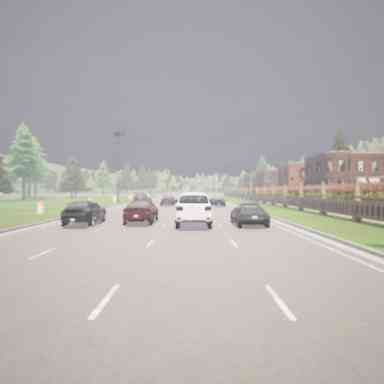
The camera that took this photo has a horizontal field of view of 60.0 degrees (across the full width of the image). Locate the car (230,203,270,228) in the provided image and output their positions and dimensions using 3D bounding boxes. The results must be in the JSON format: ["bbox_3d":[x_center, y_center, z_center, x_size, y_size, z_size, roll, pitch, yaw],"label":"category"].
[{"bbox_3d":[3.598,1.405,21.070,1.994,1.385,4.181,0,0,0],"label":"car"}]

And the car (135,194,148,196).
[{"bbox_3d":[-6.970,1.003,46.438,2.097,1.767,4.553,0,0,1],"label":"car"}]

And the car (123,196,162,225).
[{"bbox_3d":[-3.403,1.307,22.689,1.882,1.535,5.008,0,0,0],"label":"car"}]

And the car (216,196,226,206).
[{"bbox_3d":[3.520,1.258,45.762,1.895,1.301,4.718,0,0,0],"label":"car"}]

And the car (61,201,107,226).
[{"bbox_3d":[-6.902,1.342,21.621,1.837,1.490,4.892,0,0,0],"label":"car"}]

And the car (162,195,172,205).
[{"bbox_3d":[-3.458,1.166,47.931,1.812,1.442,4.674,0,1,1],"label":"car"}]

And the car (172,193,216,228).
[{"bbox_3d":[0.099,1.064,20.868,2.150,2.045,5.566,0,0,0],"label":"car"}]

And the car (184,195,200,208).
[{"bbox_3d":[0.008,1.216,44.200,2.033,1.411,5.357,0,0,0],"label":"car"}]
